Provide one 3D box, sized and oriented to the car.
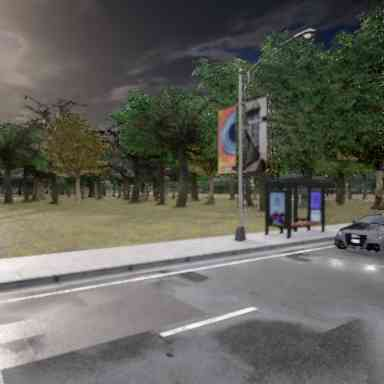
[{"bbox_3d":[7.435,1.557,12.983,4.181,1.385,1.994,0,0,-35],"label":"car"}]
